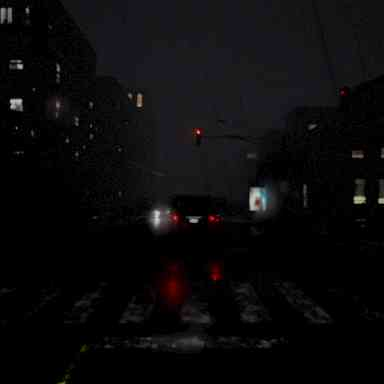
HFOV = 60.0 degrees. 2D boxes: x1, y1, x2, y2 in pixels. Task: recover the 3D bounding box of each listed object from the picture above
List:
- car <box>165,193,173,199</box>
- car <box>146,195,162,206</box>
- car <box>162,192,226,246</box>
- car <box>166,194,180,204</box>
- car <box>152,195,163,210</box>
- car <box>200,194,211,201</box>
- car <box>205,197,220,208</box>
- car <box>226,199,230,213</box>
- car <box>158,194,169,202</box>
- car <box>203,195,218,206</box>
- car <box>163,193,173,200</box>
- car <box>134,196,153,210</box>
[{"bbox_3d":[-5.700,1.045,84.185,1.752,1.417,4.829,-1,0,0],"label":"car"},{"bbox_3d":[-5.698,1.245,50.176,2.008,1.369,4.403,0,0,0],"label":"car"},{"bbox_3d":[0.095,1.130,15.061,2.150,2.045,5.566,0,1,1],"label":"car"},{"bbox_3d":[-3.073,1.151,54.000,1.882,1.535,5.008,0,0,0],"label":"car"},{"bbox_3d":[-3.096,1.363,38.046,1.895,1.301,4.718,0,0,0],"label":"car"},{"bbox_3d":[2.682,1.154,67.279,2.008,1.369,4.403,-1,0,0],"label":"car"},{"bbox_3d":[2.683,1.308,44.493,1.802,1.307,4.206,0,0,0],"label":"car"},{"bbox_3d":[2.682,1.230,33.098,1.967,1.590,4.097,0,0,0],"label":"car"},{"bbox_3d":[-5.699,1.129,67.096,1.752,1.417,4.829,0,0,0],"label":"car"},{"bbox_3d":[2.682,1.245,50.189,2.008,1.369,4.403,0,0,0],"label":"car"},{"bbox_3d":[-5.701,0.987,78.658,1.967,1.590,4.097,0,0,0],"label":"car"},{"bbox_3d":[-5.698,1.308,38.783,2.008,1.369,4.403,0,0,0],"label":"car"}]
